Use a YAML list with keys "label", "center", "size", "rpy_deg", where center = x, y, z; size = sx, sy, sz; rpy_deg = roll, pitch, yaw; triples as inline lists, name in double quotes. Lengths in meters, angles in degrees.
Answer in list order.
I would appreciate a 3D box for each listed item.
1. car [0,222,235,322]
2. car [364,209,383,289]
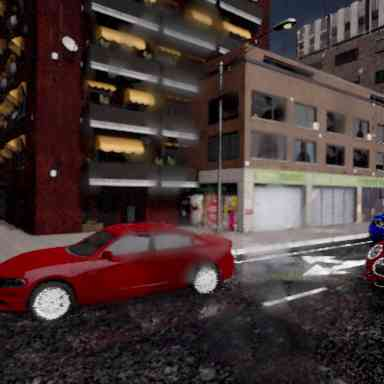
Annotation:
- label: "car"
  center: [-1.404, 1.453, 7.250]
  size: [5.008, 1.535, 1.882]
  rpy_deg: [0, 1, -29]
- label: "car"
  center: [6.203, 1.405, 8.105]
  size: [4.553, 1.767, 2.097]
  rpy_deg: [1, 0, -36]
